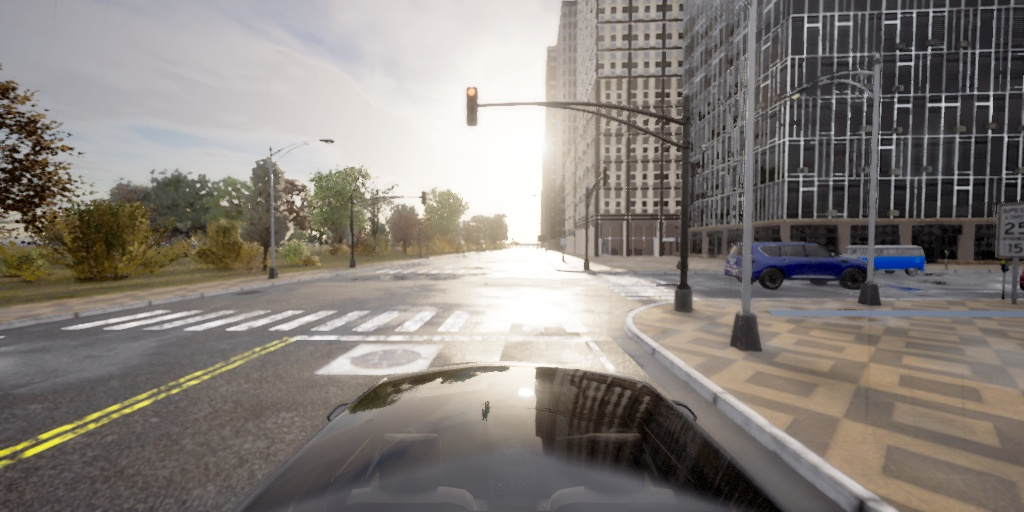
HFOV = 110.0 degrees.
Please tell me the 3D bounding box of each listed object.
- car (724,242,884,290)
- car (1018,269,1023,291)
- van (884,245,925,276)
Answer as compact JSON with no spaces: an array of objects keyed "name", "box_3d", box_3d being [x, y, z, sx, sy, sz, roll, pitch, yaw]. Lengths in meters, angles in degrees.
[{"name":"car","box_3d":[12.760,0.382,16.277,5.566,2.045,2.150,0,2,4]},{"name":"car","box_3d":[21.449,0.643,12.927,4.097,1.591,1.967,0,0,4]},{"name":"van","box_3d":[22.029,0.244,21.526,3.998,1.789,1.690,0,0,4]}]
